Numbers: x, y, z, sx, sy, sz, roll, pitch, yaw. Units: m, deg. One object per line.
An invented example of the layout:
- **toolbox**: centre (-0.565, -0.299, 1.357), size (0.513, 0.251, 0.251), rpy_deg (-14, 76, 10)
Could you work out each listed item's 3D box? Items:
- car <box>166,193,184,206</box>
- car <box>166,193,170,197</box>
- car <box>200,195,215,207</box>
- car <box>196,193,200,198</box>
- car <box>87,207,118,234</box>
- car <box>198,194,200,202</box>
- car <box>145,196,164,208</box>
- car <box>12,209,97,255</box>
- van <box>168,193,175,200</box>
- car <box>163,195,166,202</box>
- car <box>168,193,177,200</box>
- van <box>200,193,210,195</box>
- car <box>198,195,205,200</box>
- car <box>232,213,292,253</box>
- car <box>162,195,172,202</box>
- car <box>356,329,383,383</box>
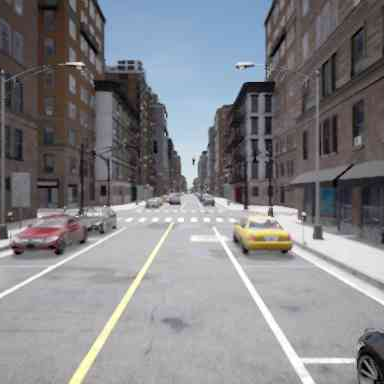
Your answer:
- **car**: centre (-2.778, 1.460, 55.245), size (1.882, 1.535, 5.008), rpy_deg (0, 1, 0)
- **car**: centre (-5.443, 1.368, 67.372), size (1.967, 1.590, 4.097), rpy_deg (0, 0, 0)
- **car**: centre (2.614, 1.497, 51.159), size (2.008, 1.369, 4.403), rpy_deg (0, 0, 0)
- **car**: centre (2.609, 1.238, 72.783), size (2.192, 1.841, 5.009), rpy_deg (0, 0, 0)
- **car**: centre (-5.396, 1.533, 18.872), size (2.008, 1.369, 4.403), rpy_deg (0, 0, 0)
- **car**: centre (2.612, 1.516, 61.971), size (1.802, 1.307, 4.206), rpy_deg (0, 0, 0)
- **car**: centre (-5.412, 1.503, 45.747), size (2.008, 1.369, 4.403), rpy_deg (0, 0, 0)
- **car**: centre (-5.394, 1.569, 13.190), size (1.802, 1.307, 4.206), rpy_deg (0, 0, 0)
- **van**: centre (-5.474, 1.246, 88.996), size (1.690, 1.788, 3.998), rpy_deg (0, 0, 0)
- **car**: centre (-5.420, 1.471, 50.984), size (1.752, 1.417, 4.829), rpy_deg (0, 0, 0)
- **car**: centre (-5.482, 1.214, 94.403), size (2.192, 1.841, 5.009), rpy_deg (0, 0, 0)
- **van**: centre (2.613, 1.281, 56.565), size (1.690, 1.788, 3.998), rpy_deg (0, 0, 0)
- **car**: centre (2.605, 1.431, 89.171), size (1.752, 1.417, 4.829), rpy_deg (0, 0, 0)
- **car**: centre (2.632, 1.513, 13.365), size (1.752, 1.417, 4.829), rpy_deg (0, 0, 0)
- **car**: centre (-5.451, 1.448, 72.608), size (1.752, 1.417, 4.829), rpy_deg (0, 0, 0)
- **car**: centre (2.637, 1.564, 1.833), size (1.947, 1.339, 4.313), rpy_deg (0, 0, 0)
